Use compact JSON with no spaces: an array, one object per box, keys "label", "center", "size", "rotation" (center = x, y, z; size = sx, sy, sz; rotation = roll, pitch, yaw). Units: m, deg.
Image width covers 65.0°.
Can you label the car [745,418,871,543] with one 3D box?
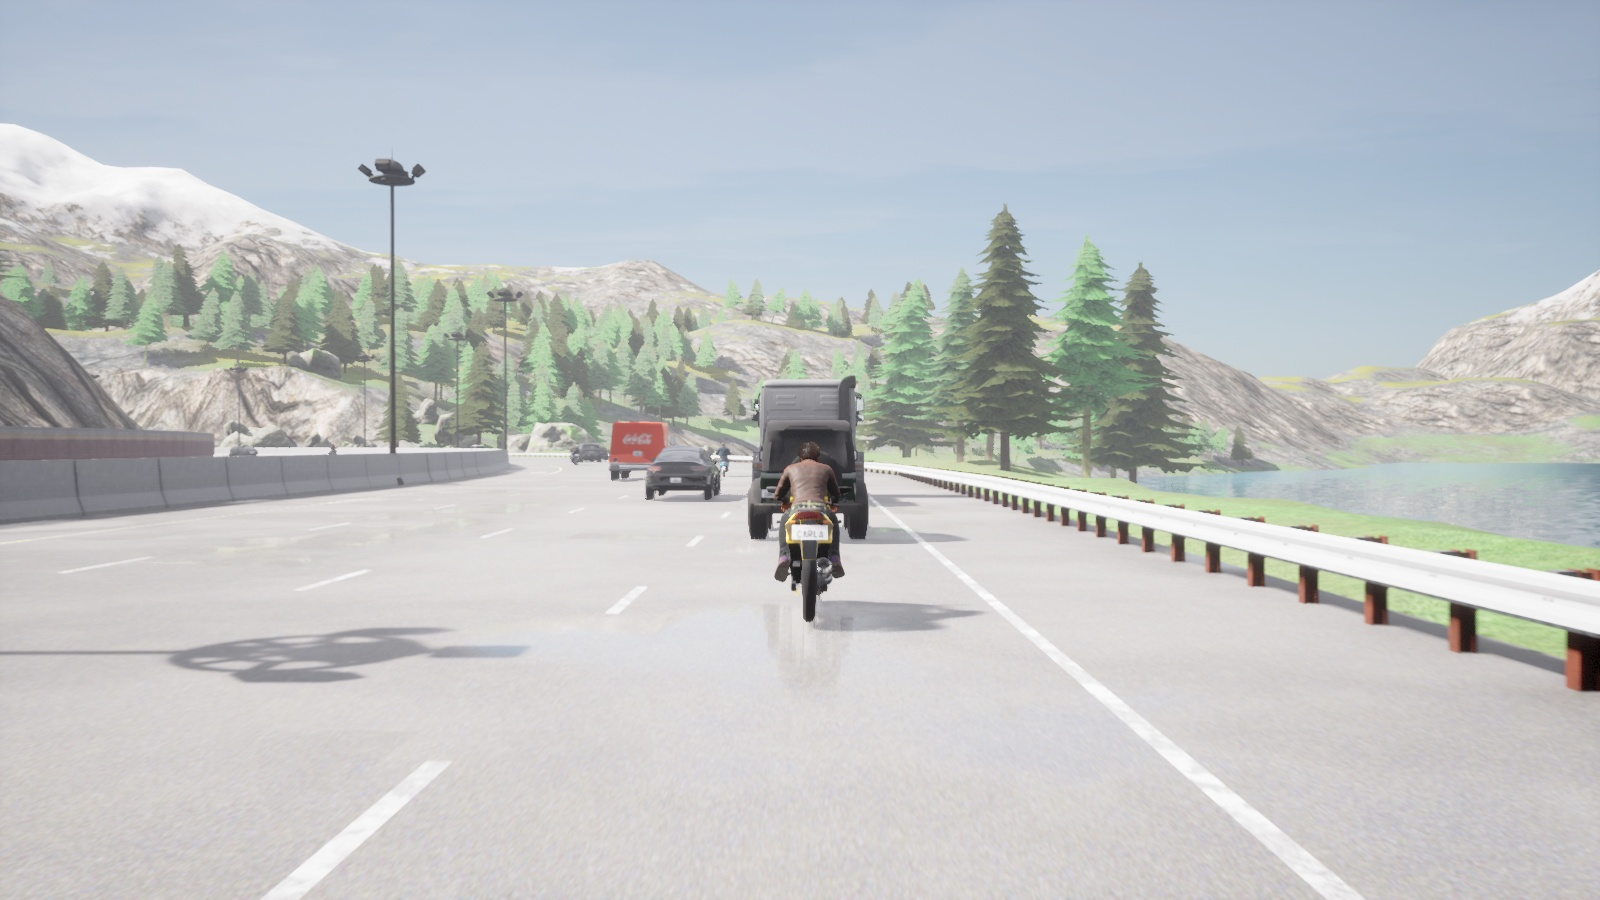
[{"label":"car","center":[0.136,0.455,20.926],"size":[1.905,1.878,3.866],"rotation":[0,0,0]}]

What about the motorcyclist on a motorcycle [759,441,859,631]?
[{"label":"motorcyclist on a motorcycle","center":[0.079,0.683,11.084],"size":[0.797,1.523,2.044],"rotation":[0,0,0]}]

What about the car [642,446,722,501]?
[{"label":"car","center":[-3.279,0.620,35.766],"size":[1.812,1.442,4.674],"rotation":[0,0,0]}]

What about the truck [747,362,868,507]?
[{"label":"truck","center":[0.210,-0.377,33.990],"size":[2.891,3.462,7.936],"rotation":[0,0,0]}]

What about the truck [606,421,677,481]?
[{"label":"truck","center":[-6.837,0.026,54.740],"size":[2.627,2.467,5.204],"rotation":[0,0,-2]}]
